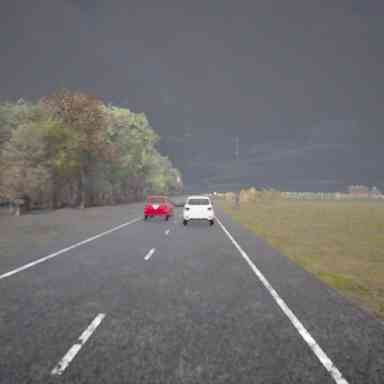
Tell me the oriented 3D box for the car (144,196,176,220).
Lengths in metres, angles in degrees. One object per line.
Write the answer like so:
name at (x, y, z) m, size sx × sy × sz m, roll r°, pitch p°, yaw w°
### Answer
car at (-2.938, 1.384, 29.875) m, size 2.150 × 2.045 × 5.566 m, roll 0°, pitch -1°, yaw 1°

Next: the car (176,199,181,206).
car at (-2.495, 1.874, 57.517) m, size 1.994 × 1.385 × 4.181 m, roll 0°, pitch 0°, yaw 1°

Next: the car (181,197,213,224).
car at (0.502, 1.376, 26.134) m, size 2.150 × 2.045 × 5.566 m, roll 0°, pitch 0°, yaw 1°
